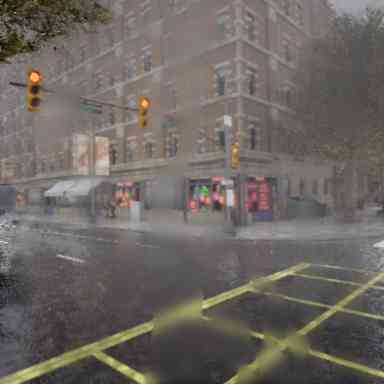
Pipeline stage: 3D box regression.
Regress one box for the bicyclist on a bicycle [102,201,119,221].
[{"bbox_3d":[-6.730,1.576,27.400,0.582,1.620,1.656,-1,0,43],"label":"bicyclist on a bicycle"}]
